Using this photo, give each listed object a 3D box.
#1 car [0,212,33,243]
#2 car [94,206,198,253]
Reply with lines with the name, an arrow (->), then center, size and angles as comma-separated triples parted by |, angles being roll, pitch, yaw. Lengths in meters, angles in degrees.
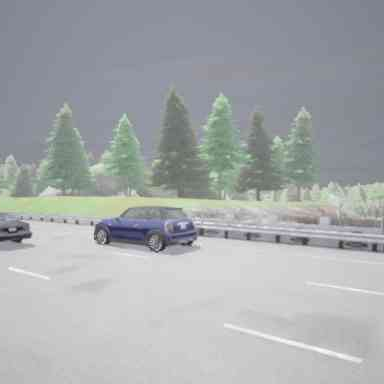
car -> -9.317, 1.571, 14.926 | 5.357, 1.411, 2.033 | 0, 0, 35
car -> -2.066, 1.365, 14.059 | 4.553, 1.767, 2.097 | 0, 0, 35
